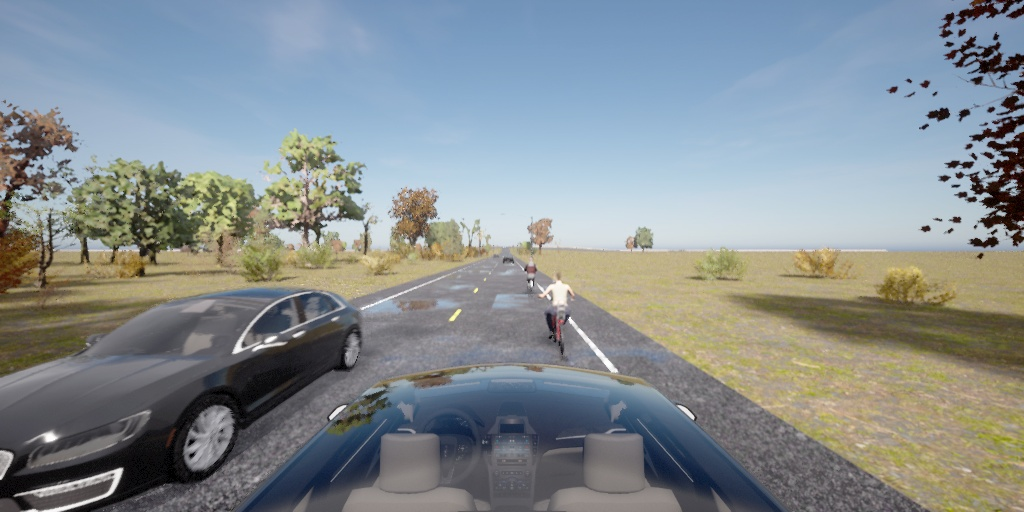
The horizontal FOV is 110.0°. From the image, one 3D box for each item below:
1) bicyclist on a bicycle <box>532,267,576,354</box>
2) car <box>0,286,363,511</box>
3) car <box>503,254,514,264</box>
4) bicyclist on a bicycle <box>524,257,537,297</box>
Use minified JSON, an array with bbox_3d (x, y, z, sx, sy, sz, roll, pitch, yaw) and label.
[{"bbox_3d":[0.965,1.119,7.555,0.866,1.612,1.509,0,0,-1],"label":"bicyclist on a bicycle"},{"bbox_3d":[-3.616,1.220,4.687,1.837,1.490,4.892,0,1,0],"label":"car"},{"bbox_3d":[-0.602,0.521,61.972,1.882,1.535,5.008,0,1,-1],"label":"car"},{"bbox_3d":[0.855,0.949,16.480,0.659,1.776,1.843,0,1,-1],"label":"bicyclist on a bicycle"}]
